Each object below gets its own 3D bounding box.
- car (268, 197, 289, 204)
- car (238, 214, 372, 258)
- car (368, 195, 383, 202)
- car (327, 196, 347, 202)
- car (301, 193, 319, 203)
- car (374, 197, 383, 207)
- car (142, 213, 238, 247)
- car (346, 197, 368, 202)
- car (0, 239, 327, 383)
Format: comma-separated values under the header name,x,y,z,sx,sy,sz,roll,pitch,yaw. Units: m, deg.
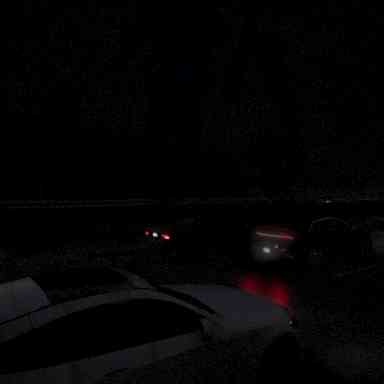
name,x,y,z,sx,sy,sz,roll,pitch,yaw
car,14.498,1.561,55.645,2.128,1.511,4.902,1,0,40
car,4.146,1.487,11.150,4.902,1.511,2.128,0,0,-36
car,26.810,1.427,45.191,5.566,2.045,2.150,1,-1,-36
car,22.300,1.708,50.563,4.674,1.442,1.812,1,0,-36
car,24.242,1.256,68.077,2.150,2.045,5.566,1,1,38
car,34.731,1.783,59.544,4.553,1.767,2.097,1,-1,-36
car,0.745,1.534,13.006,5.357,1.411,2.033,0,0,-36
car,24.572,1.758,47.893,4.181,1.385,1.994,1,0,-36
car,-0.848,1.520,3.305,4.674,1.442,1.812,0,0,-36
